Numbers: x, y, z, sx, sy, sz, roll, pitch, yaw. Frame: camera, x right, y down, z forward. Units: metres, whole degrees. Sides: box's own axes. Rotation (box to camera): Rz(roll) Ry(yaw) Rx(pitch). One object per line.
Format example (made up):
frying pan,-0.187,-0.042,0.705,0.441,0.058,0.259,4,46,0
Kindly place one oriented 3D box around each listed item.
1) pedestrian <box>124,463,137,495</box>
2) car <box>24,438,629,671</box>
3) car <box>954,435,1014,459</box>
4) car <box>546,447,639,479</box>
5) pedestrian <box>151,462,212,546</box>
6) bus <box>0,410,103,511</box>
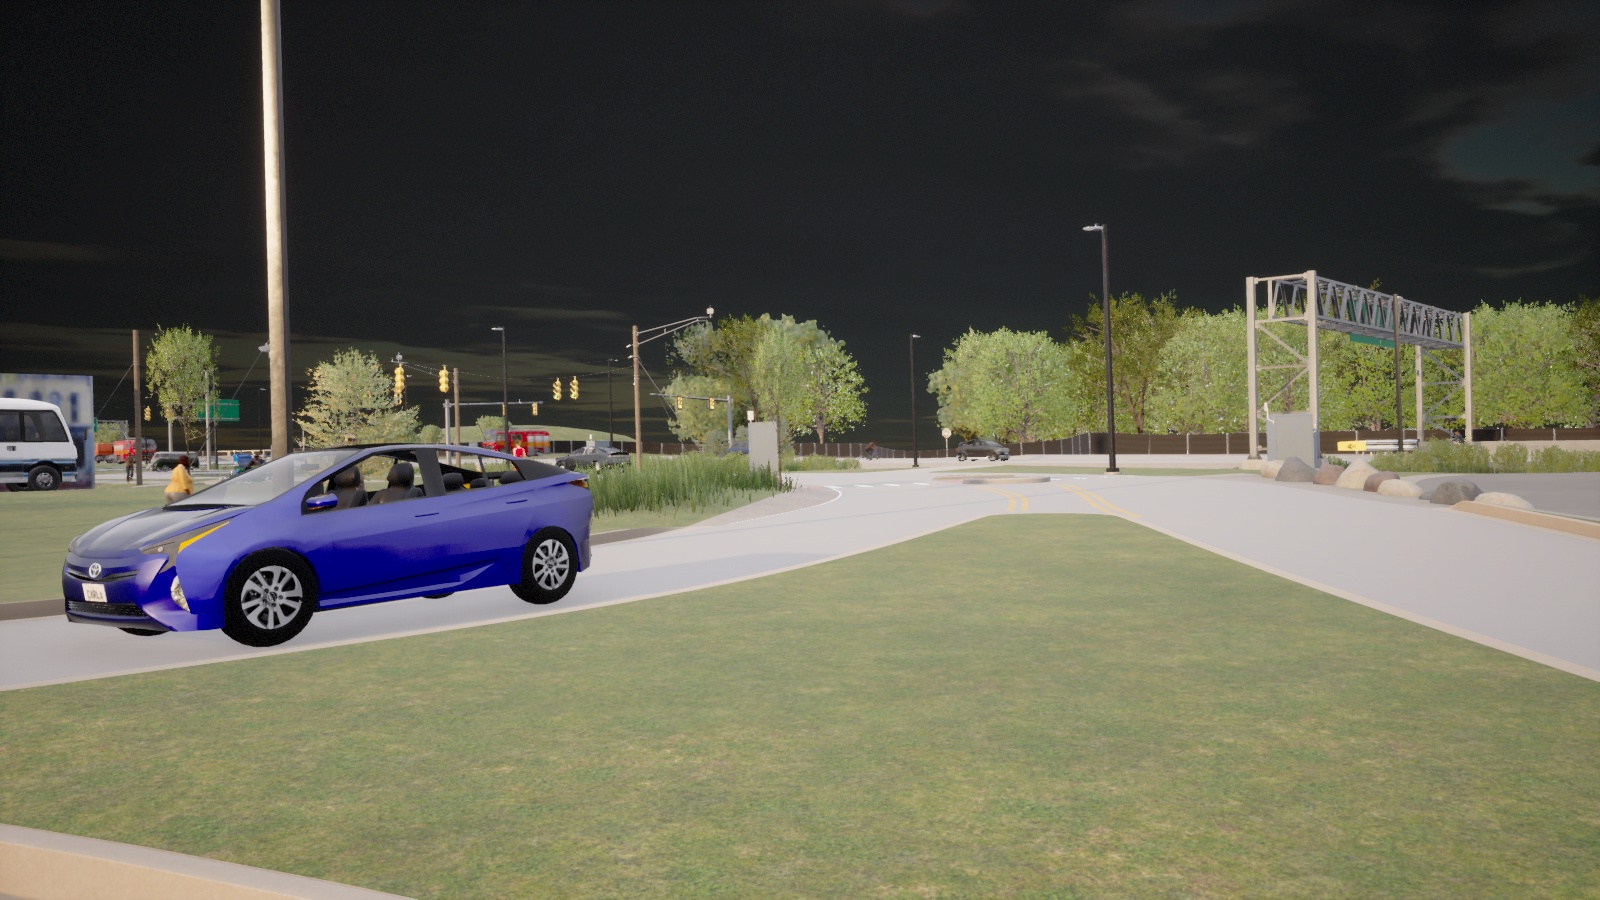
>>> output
pedestrian,-39.583,1.720,74.264,0.869,1.805,0.328,-4,-1,41
car,-3.810,0.737,10.917,2.007,1.525,4.514,-3,-1,35
car,12.769,-0.189,87.082,3.705,1.549,1.789,-2,0,41
car,-10.968,0.716,66.254,4.902,1.511,2.128,-2,0,41
pedestrian,-14.071,1.224,28.553,0.874,1.855,0.900,-4,-1,40
bus,-35.874,0.542,53.154,3.944,4.253,10.273,-4,-1,41
